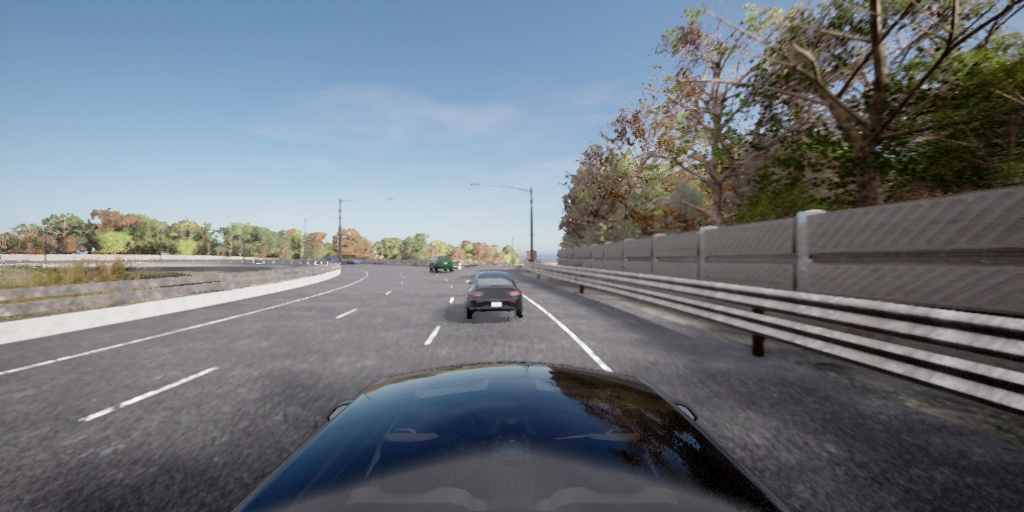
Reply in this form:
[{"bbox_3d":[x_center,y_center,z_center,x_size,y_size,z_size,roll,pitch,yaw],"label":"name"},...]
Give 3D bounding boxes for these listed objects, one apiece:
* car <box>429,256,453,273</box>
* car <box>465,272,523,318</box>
[{"bbox_3d":[-9.110,1.017,45.846,2.150,2.045,5.566,0,0,-23],"label":"car"},{"bbox_3d":[-0.700,1.282,12.973,1.812,1.442,4.674,0,0,-6],"label":"car"}]
